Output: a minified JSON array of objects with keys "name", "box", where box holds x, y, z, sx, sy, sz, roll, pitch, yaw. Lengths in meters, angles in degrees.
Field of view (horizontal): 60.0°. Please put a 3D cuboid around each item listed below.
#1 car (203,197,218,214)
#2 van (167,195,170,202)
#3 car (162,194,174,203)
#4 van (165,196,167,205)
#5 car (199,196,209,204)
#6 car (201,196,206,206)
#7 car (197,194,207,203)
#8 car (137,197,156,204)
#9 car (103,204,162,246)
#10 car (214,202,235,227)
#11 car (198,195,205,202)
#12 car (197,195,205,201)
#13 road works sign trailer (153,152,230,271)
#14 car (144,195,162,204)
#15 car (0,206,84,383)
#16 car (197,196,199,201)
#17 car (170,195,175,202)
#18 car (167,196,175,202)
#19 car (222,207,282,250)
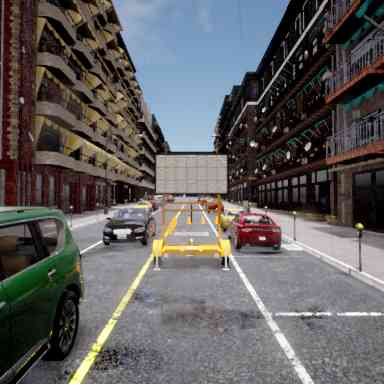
[{"name":"car","box":[2.535,1.608,36.439,1.887,1.381,4.507,1,0,0]},{"name":"van","box":[-5.372,1.473,58.614,1.690,1.788,3.998,1,0,0]},{"name":"car","box":[-5.394,1.516,75.205,2.192,1.841,5.009,1,0,0]},{"name":"van","box":[-5.363,1.452,53.082,1.690,1.788,3.998,2,0,0]},{"name":"car","box":[2.498,1.617,69.625,1.967,1.590,4.097,1,0,0]},{"name":"car","box":[2.527,1.628,41.971,2.008,1.369,4.403,1,0,0]},{"name":"car","box":[2.443,1.541,80.687,2.192,1.841,5.009,1,0,0]},{"name":"car","box":[-5.344,1.588,36.322,1.752,1.417,4.829,2,0,0]},{"name":"car","box":[-2.774,1.510,15.527,2.128,1.511,4.902,0,0,0]},{"name":"car","box":[2.559,1.551,20.019,1.752,1.417,4.829,1,0,0]},{"name":"car","box":[2.504,1.676,58.563,1.887,1.381,4.507,1,0,0]},{"name":"car","box":[2.424,1.723,91.750,1.967,1.590,4.097,1,0,0]},{"name":"road works sign trailer","box":[-0.014,0.475,10.980,2.380,3.560,2.880,0,0,0]},{"name":"car","box":[-5.347,1.393,42.024,2.192,1.841,5.009,2,0,0]},{"name":"car","box":[-2.746,1.224,3.018,2.150,2.045,5.566,0,0,0]},{"name":"car","box":[2.496,1.698,64.093,1.887,1.381,4.507,1,0,0]},{"name":"car","box":[-5.387,1.492,69.675,2.192,1.841,5.009,1,0,0]},{"name":"car","box":[-5.417,1.820,86.266,1.947,1.339,4.313,1,0,0]},{"name":"car","box":[2.567,1.561,14.317,1.887,1.381,4.507,1,0,0]}]
